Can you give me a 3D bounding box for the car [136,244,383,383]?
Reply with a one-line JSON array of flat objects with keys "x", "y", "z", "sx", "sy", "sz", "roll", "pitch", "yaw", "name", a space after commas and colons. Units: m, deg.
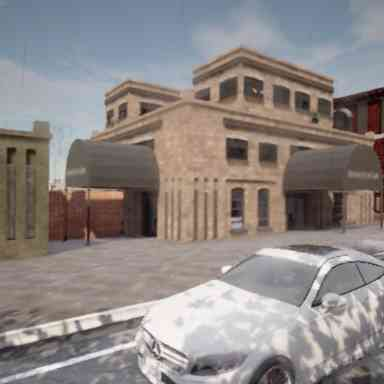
[{"x": 1.505, "y": 1.542, "z": 4.753, "sx": 4.674, "sy": 1.442, "sz": 1.812, "roll": 0, "pitch": 0, "yaw": -35, "name": "car"}]
